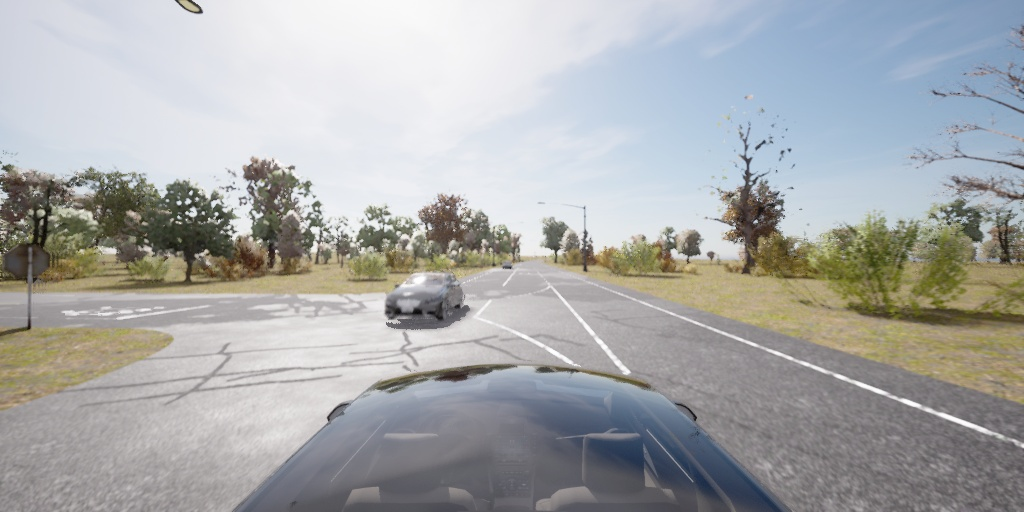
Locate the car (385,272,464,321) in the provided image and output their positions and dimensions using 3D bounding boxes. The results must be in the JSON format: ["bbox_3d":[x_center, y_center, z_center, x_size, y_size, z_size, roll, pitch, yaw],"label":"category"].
[{"bbox_3d":[-2.963,1.336,12.984,2.128,1.511,4.902,0,-1,2],"label":"car"}]
